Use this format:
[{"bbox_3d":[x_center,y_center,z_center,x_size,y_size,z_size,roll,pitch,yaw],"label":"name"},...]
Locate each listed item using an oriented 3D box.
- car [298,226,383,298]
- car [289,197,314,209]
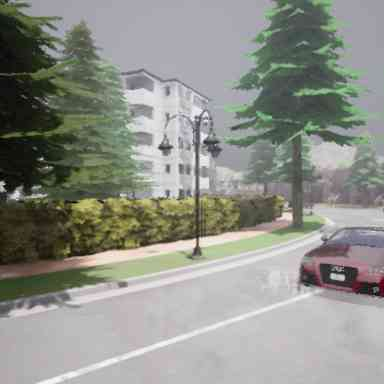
[{"bbox_3d":[4.375,1.590,8.422,1.994,1.385,4.181,-1,0,42],"label":"car"},{"bbox_3d":[16.299,1.546,49.733,2.097,1.767,4.553,0,0,-8],"label":"car"}]
